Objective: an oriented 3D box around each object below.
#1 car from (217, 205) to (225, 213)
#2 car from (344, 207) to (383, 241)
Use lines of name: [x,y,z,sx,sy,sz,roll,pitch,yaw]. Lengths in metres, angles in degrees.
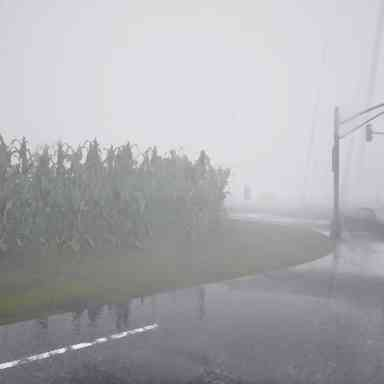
car: [1.383,1.496,35.354,2.033,1.411,5.357,1,0,-26]
car: [9.346,1.496,16.531,1.812,1.442,4.674,1,0,-4]
